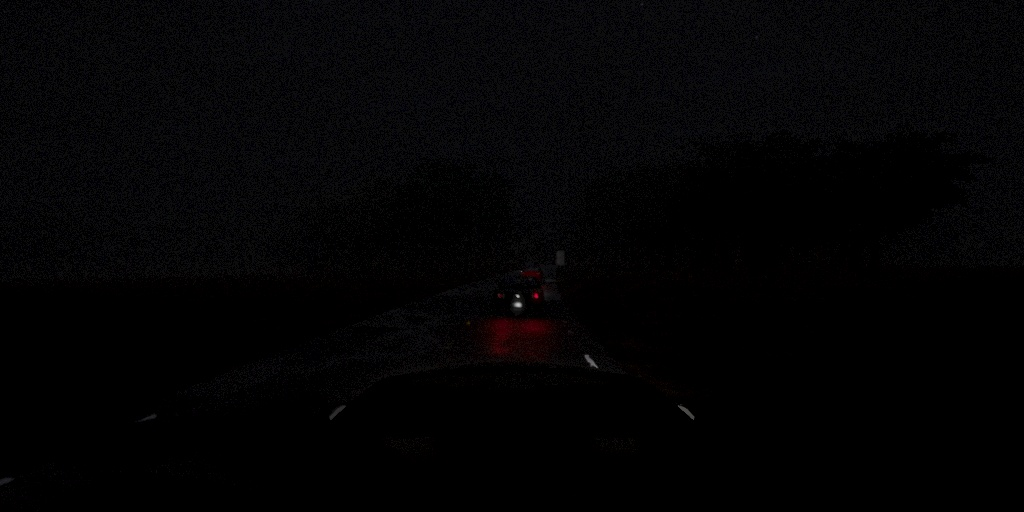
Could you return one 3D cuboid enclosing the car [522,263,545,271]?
[{"bbox_3d":[1.765,1.544,30.466,1.812,1.442,4.674,0,0,7],"label":"car"}]

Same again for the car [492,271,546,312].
[{"bbox_3d":[0.372,1.474,14.977,1.895,1.301,4.718,0,-1,4],"label":"car"}]
